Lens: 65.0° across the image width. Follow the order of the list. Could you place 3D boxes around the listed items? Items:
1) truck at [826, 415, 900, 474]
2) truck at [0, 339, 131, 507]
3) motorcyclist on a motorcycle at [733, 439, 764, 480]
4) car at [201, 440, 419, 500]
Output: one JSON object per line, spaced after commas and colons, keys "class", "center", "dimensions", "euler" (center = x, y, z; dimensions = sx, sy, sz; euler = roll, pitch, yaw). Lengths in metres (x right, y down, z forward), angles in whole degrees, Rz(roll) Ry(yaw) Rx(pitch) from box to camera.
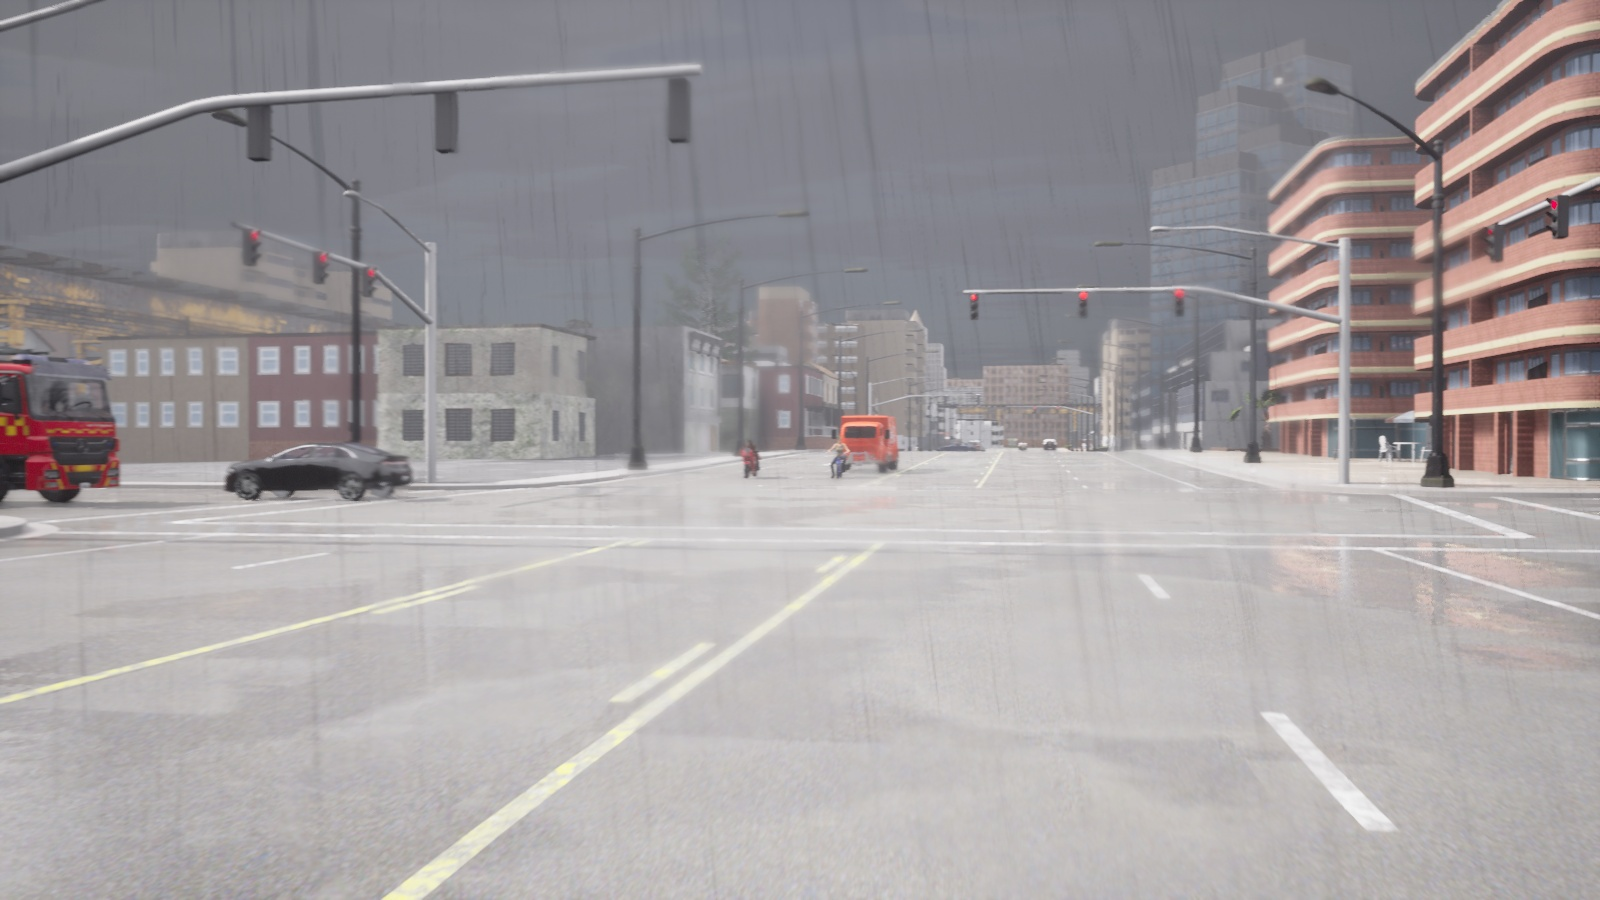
{"class": "truck", "center": [2.840, -0.282, 55.463], "dimensions": [2.627, 2.467, 5.204], "euler": [0, 1, 10]}
{"class": "truck", "center": [-21.137, -0.630, 30.601], "dimensions": [8.468, 3.827, 2.891], "euler": [0, 0, 9]}
{"class": "motorcyclist on a motorcycle", "center": [-1.969, 0.330, 48.261], "dimensions": [0.797, 1.523, 2.044], "euler": [0, 1, 10]}
{"class": "car", "center": [-12.773, 0.494, 32.863], "dimensions": [4.902, 1.511, 2.128], "euler": [0, 0, 9]}
